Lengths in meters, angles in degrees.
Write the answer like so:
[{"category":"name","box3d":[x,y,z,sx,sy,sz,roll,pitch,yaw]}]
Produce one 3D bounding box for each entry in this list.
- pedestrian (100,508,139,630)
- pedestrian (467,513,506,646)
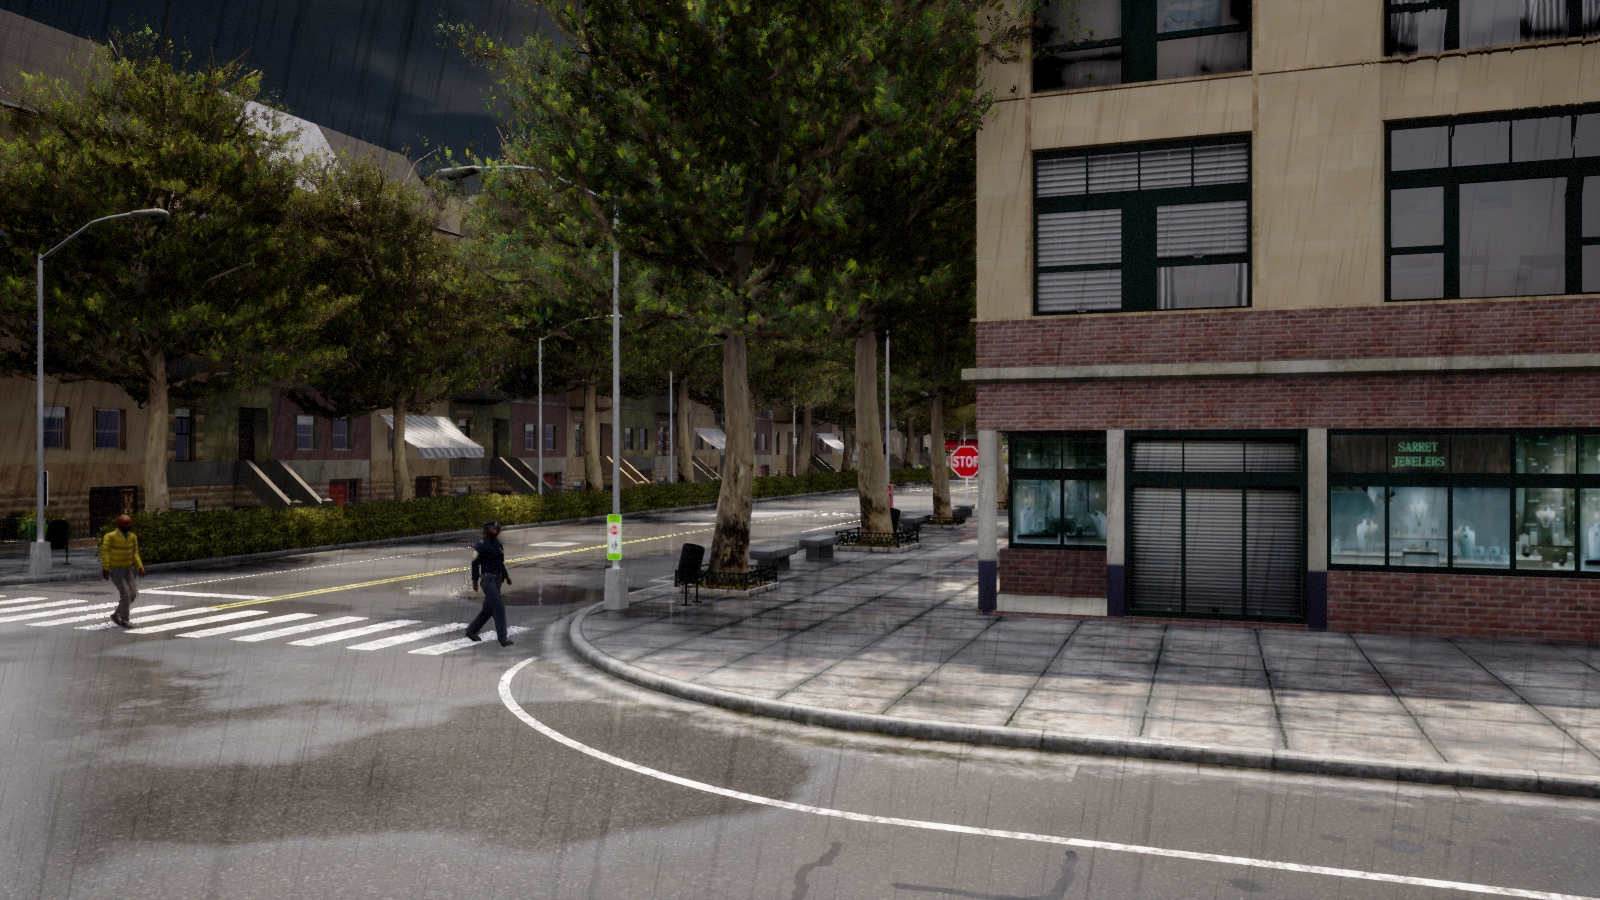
[{"category":"pedestrian","box3d":[-10.652,1.855,17.885,0.375,1.860,0.375,0,0,19]},{"category":"pedestrian","box3d":[-4.514,1.853,16.450,0.375,1.860,0.375,0,0,31]}]
